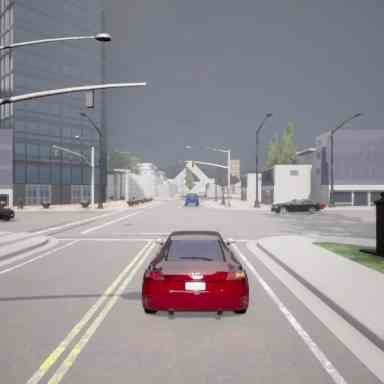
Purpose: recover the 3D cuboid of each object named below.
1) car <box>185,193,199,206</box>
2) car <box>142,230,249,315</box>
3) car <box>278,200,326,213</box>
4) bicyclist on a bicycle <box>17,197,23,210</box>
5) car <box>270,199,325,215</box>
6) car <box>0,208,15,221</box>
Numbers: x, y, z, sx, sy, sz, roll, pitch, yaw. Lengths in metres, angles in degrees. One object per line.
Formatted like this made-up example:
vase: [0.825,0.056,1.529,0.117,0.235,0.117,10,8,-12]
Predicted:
car: [0.013,1.221,56.245,2.150,2.045,5.566,0,0,1]
car: [0.071,1.564,7.642,1.994,1.385,4.181,0,0,0]
car: [12.151,1.595,37.045,4.718,1.301,1.895,0,0,0]
bicyclist on a bicycle: [-21.999,1.466,42.523,0.582,1.620,1.656,-1,0,0]
car: [10.414,1.489,33.505,4.902,1.511,2.128,0,0,0]
car: [-16.612,1.587,26.091,5.008,1.535,1.882,-1,0,0]
